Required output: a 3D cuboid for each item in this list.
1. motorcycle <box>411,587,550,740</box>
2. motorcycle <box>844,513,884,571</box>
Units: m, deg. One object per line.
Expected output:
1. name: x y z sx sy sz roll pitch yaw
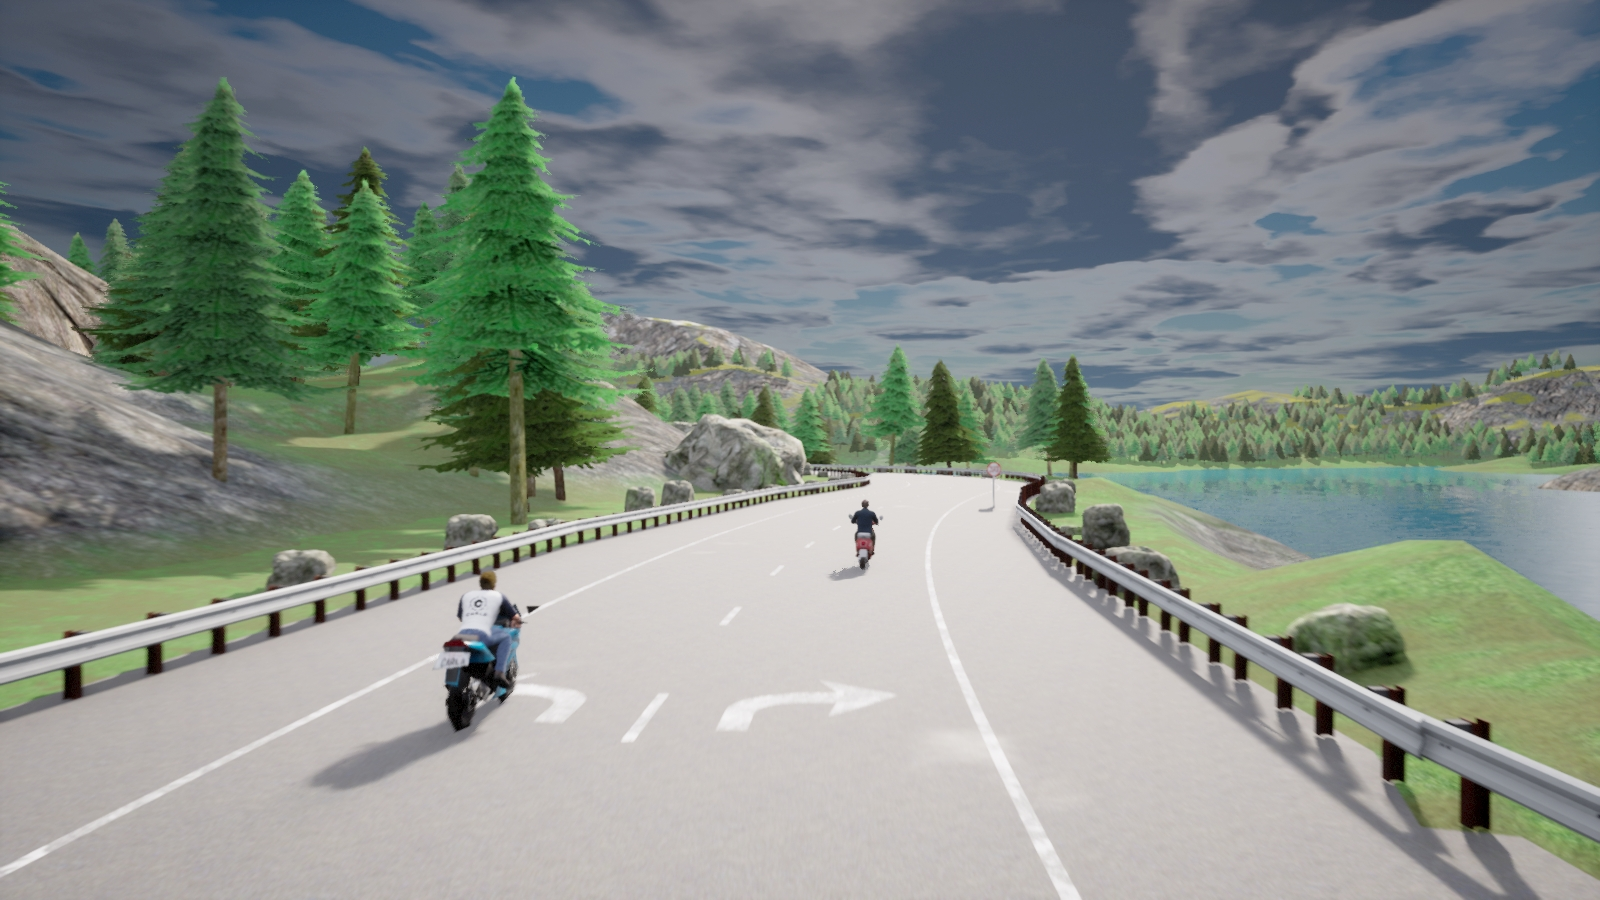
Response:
1. motorcycle: -3.301 2.176 12.023 0.803 1.217 2.033 0 0 3
2. motorcycle: 1.557 2.182 27.539 0.856 1.236 1.805 1 0 6
